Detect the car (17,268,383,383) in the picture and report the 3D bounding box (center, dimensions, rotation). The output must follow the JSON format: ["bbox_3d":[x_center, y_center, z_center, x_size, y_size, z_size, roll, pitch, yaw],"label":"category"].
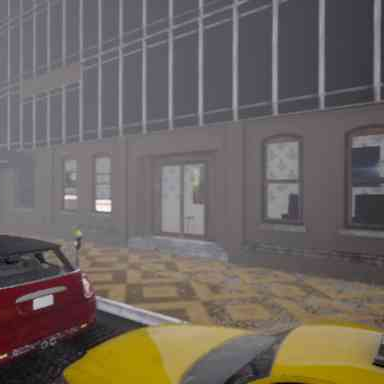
[{"bbox_3d":[0.977,1.524,2.178,4.829,1.417,1.752,0,0,36],"label":"car"}]

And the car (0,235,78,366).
[{"bbox_3d":[-3.470,1.419,5.375,4.097,1.590,1.967,0,0,36],"label":"car"}]
